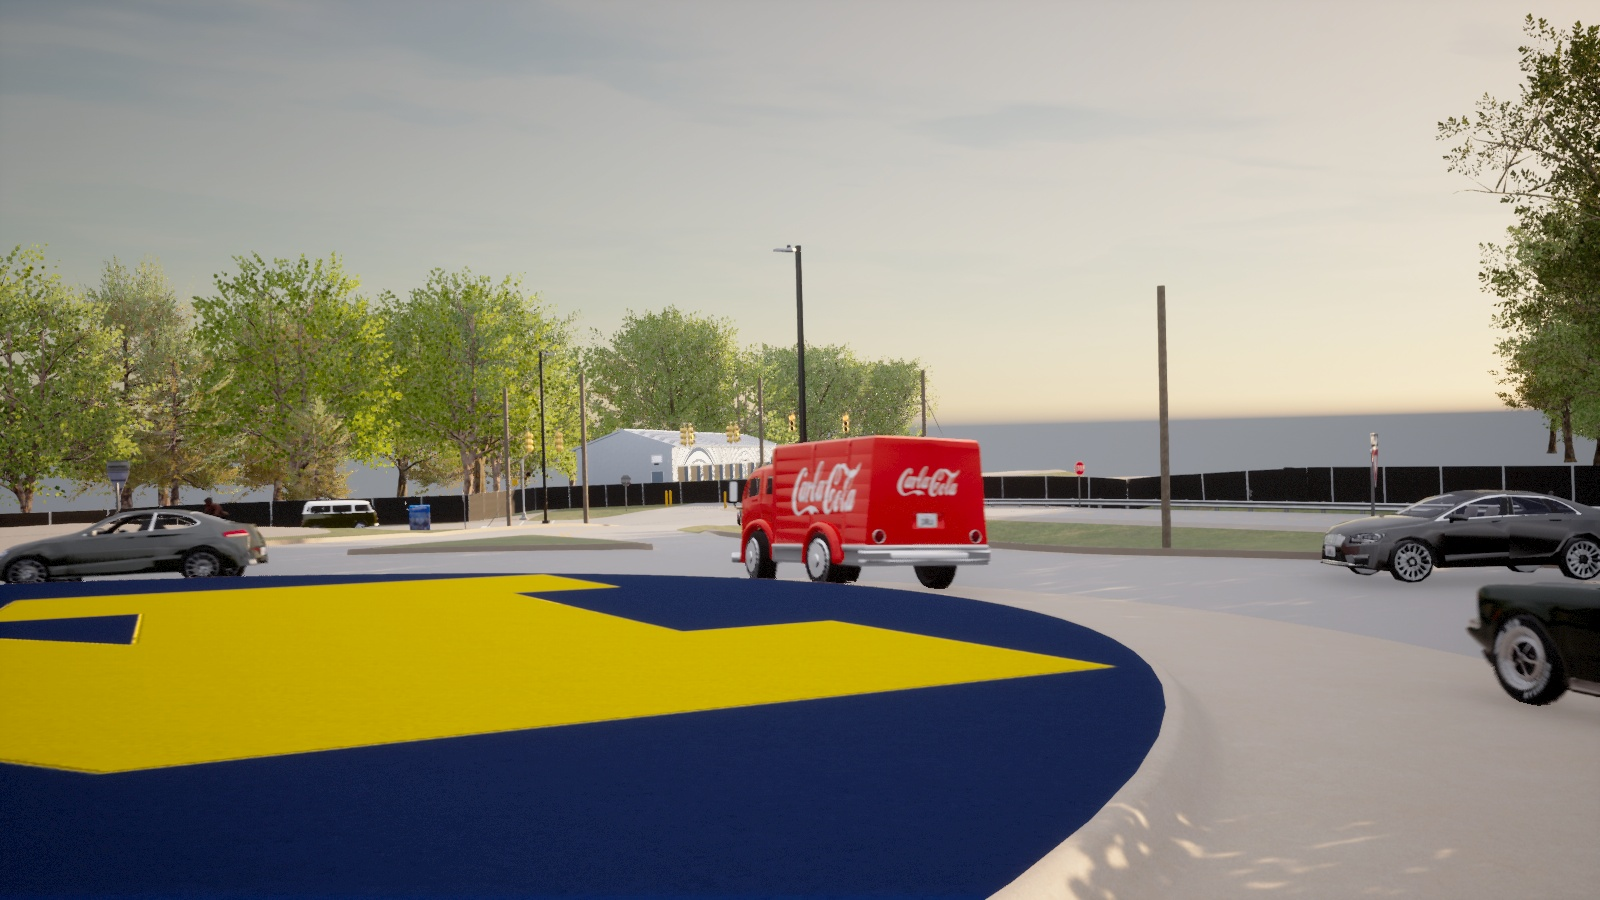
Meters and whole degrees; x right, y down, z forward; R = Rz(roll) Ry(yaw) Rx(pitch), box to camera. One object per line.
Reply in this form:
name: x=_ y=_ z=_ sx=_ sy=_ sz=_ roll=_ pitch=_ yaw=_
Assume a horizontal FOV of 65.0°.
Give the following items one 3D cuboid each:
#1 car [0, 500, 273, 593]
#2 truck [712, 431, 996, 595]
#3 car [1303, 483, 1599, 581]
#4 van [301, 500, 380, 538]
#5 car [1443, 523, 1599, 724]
car: x=-14.009 y=2.003 z=26.443 sx=5.027 sy=1.651 sz=2.152 roll=-2 pitch=-3 yaw=-12
truck: x=0.749 y=1.136 z=21.879 sx=2.627 sy=2.467 sz=5.204 roll=2 pitch=-4 yaw=-28
car: x=11.546 y=1.363 z=21.609 sx=4.902 sy=1.511 sz=2.128 roll=-1 pitch=-1 yaw=-2
van: x=-28.293 y=4.244 z=77.311 sx=4.480 sy=2.038 sz=2.069 roll=-2 pitch=1 yaw=-22
car: x=6.205 y=1.153 z=7.651 sx=1.895 sy=1.301 sz=4.718 roll=3 pitch=-3 yaw=-4
